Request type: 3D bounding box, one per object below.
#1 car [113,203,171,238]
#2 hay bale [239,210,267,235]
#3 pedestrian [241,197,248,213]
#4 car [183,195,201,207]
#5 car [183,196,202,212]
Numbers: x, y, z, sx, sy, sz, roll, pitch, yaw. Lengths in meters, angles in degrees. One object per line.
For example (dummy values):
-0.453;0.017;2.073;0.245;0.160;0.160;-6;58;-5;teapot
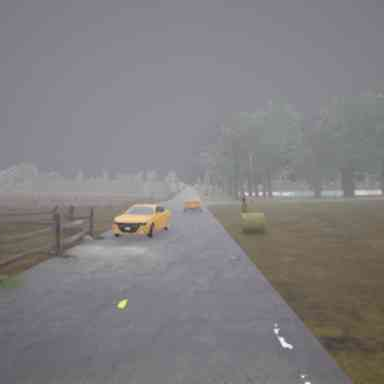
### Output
-2.466;1.380;17.451;1.882;1.535;5.008;1;0;10;car
3.115;1.557;17.195;1.220;1.180;1.240;-1;-1;0;hay bale
2.826;1.153;18.314;0.375;1.860;0.375;1;-1;-5;pedestrian
-0.097;1.235;46.658;2.033;1.411;5.357;0;1;-5;car
0.077;1.257;36.083;1.882;1.535;5.008;0;0;0;car
